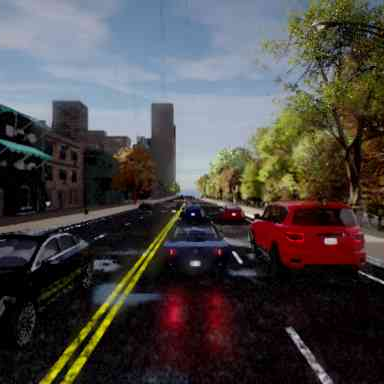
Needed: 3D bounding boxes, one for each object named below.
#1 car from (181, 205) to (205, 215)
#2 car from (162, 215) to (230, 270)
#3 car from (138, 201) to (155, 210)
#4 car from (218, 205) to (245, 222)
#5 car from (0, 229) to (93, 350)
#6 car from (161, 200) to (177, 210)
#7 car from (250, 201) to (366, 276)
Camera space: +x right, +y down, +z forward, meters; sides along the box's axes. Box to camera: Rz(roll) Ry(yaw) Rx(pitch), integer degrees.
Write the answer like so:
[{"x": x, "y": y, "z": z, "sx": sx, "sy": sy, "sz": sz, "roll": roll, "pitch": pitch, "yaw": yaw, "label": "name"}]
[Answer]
[{"x": 0.097, "y": 1.774, "z": 28.644, "sx": 1.994, "sy": 1.385, "sz": 4.181, "roll": 0, "pitch": 0, "yaw": 0, "label": "car"}, {"x": 0.099, "y": 1.685, "z": 11.306, "sx": 1.895, "sy": 1.301, "sz": 4.718, "roll": 0, "pitch": 0, "yaw": 0, "label": "car"}, {"x": -6.582, "y": 1.954, "z": 48.282, "sx": 1.895, "sy": 1.301, "sz": 4.718, "roll": 0, "pitch": 0, "yaw": 0, "label": "car"}, {"x": 3.348, "y": 1.774, "z": 28.587, "sx": 1.994, "sy": 1.385, "sz": 4.181, "roll": 0, "pitch": 0, "yaw": 0, "label": "car"}, {"x": -3.351, "y": 1.539, "z": 6.378, "sx": 2.128, "sy": 1.511, "sz": 4.902, "roll": 0, "pitch": 0, "yaw": 0, "label": "car"}, {"x": -3.332, "y": 1.881, "z": 48.653, "sx": 1.812, "sy": 1.442, "sz": 4.674, "roll": 0, "pitch": 0, "yaw": 0, "label": "car"}, {"x": 3.350, "y": 1.301, "z": 10.708, "sx": 2.150, "sy": 2.045, "sz": 5.566, "roll": 0, "pitch": 0, "yaw": 0, "label": "car"}]
